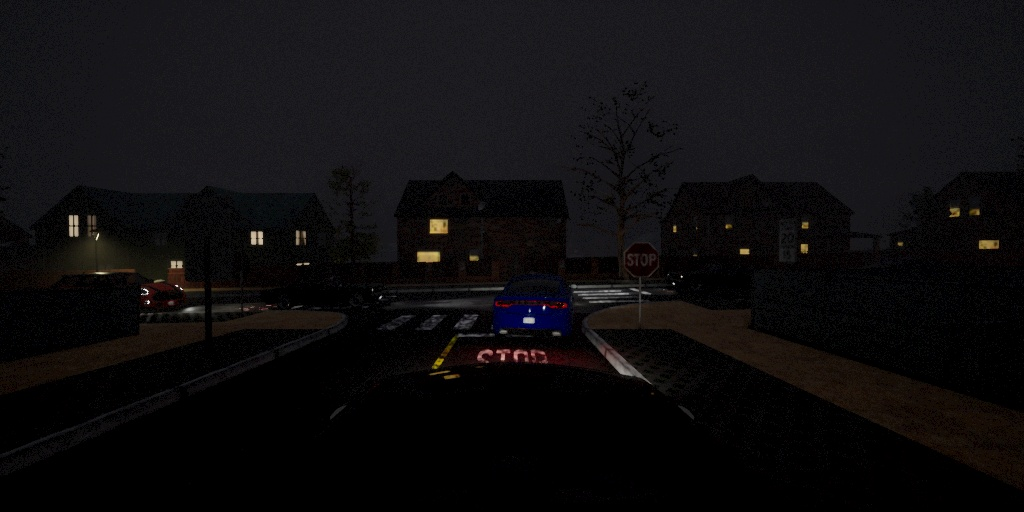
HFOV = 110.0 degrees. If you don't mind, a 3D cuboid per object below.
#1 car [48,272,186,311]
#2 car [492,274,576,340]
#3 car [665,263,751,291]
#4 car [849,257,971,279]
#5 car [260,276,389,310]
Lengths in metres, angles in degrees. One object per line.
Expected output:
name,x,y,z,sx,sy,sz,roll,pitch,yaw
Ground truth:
car,-16.807,1.472,15.293,4.553,1.767,2.097,-1,1,0
car,0.781,1.226,10.103,1.882,1.535,5.008,0,0,10
car,10.401,1.034,18.244,4.718,1.301,1.895,-1,1,-1
car,20.046,0.753,18.285,5.357,1.411,2.033,-1,1,0
car,-7.820,1.506,15.305,4.718,1.301,1.895,-1,1,0
